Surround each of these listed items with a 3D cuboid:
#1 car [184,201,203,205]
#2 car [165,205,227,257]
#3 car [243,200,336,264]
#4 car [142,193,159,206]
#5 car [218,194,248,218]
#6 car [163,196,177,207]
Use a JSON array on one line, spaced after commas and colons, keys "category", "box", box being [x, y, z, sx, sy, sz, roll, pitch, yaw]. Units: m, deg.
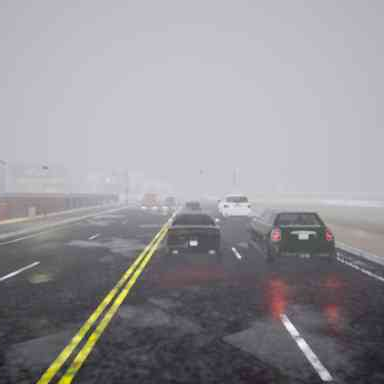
[{"category": "car", "box": [0.071, 1.492, 28.635, 1.812, 1.442, 4.674, 0, 0, 0]}, {"category": "car", "box": [0.067, 1.460, 12.828, 1.882, 1.535, 5.008, 0, 0, 0]}, {"category": "car", "box": [3.311, 1.336, 11.960, 2.097, 1.767, 4.553, 0, 0, 0]}, {"category": "car", "box": [-6.561, 1.179, 52.684, 2.150, 2.045, 5.566, 0, 0, 0]}, {"category": "car", "box": [3.310, 1.192, 26.599, 2.150, 2.045, 5.566, 0, 0, 0]}, {"category": "car", "box": [-3.319, 1.463, 51.361, 1.837, 1.490, 4.892, 0, -1, 0]}]
